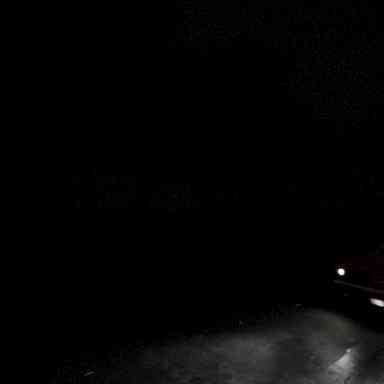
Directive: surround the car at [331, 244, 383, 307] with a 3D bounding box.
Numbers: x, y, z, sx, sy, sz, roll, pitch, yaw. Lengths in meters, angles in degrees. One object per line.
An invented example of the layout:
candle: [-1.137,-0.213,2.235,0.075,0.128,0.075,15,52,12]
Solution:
car: [5.020,1.628,7.127,4.718,1.301,1.895,0,0,-37]
